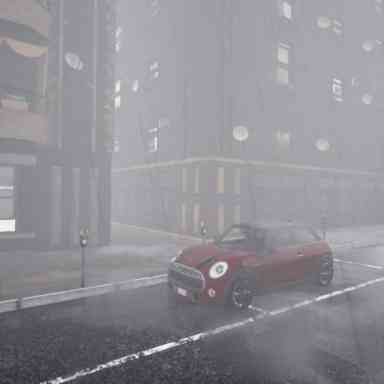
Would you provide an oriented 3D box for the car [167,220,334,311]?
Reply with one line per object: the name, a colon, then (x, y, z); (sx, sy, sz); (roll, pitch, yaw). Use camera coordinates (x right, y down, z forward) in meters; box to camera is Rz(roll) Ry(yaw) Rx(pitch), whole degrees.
car: (1.426, 1.442, 7.722); (4.097, 1.590, 1.967); (0, 1, -36)
